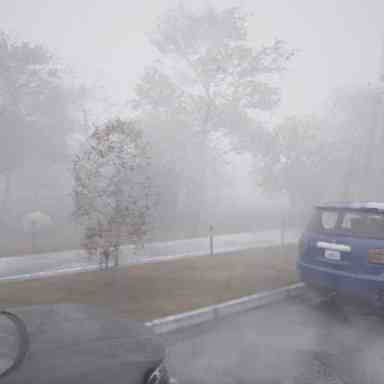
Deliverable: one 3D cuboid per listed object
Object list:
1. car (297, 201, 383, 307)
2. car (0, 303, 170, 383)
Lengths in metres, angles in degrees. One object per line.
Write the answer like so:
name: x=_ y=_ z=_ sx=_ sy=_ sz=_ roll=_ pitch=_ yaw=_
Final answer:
car: x=4.771 y=1.234 z=7.458 sx=5.566 sy=2.045 sz=2.435 roll=0 pitch=0 yaw=-33
car: x=-2.518 y=1.498 z=2.259 sx=5.008 sy=1.535 sz=2.097 roll=0 pitch=0 yaw=-33
